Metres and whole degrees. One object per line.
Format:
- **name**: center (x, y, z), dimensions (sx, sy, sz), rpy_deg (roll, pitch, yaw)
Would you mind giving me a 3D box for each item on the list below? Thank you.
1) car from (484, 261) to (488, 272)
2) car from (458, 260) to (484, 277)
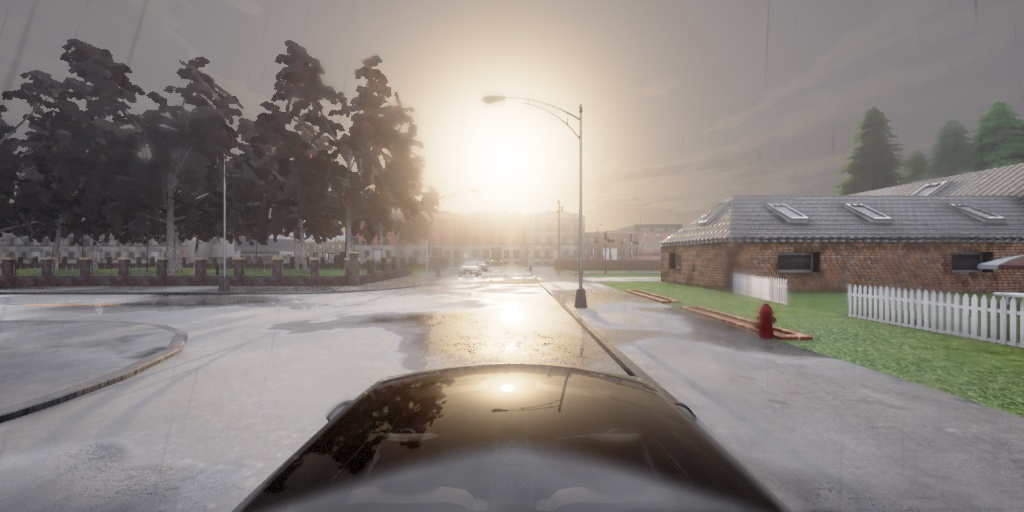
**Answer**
- **car**: center (-4.060, 1.275, 45.468), dimensions (1.812, 1.442, 4.674), rpy_deg (0, 0, 0)
- **car**: center (-4.088, 1.275, 35.668), dimensions (1.812, 1.442, 4.674), rpy_deg (0, 0, 0)
